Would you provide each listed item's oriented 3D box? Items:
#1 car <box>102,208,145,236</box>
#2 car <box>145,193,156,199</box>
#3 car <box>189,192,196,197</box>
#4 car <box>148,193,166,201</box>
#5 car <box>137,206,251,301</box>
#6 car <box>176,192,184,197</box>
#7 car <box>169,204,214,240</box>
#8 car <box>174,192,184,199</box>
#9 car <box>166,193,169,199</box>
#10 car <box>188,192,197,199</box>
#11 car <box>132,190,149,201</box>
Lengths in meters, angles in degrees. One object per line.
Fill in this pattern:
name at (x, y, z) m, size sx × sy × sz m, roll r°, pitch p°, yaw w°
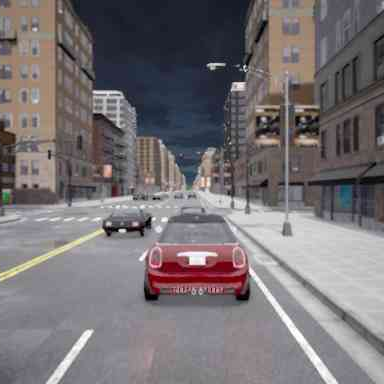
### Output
car at (-3.146, 1.460, 17.265) m, size 1.895 × 1.301 × 4.718 m, roll 0°, pitch 0°, yaw 0°
car at (-9.725, 0.879, 78.515) m, size 2.033 × 1.411 × 5.357 m, roll 0°, pitch 0°, yaw 0°
car at (0.027, 0.656, 88.653) m, size 1.812 × 1.442 × 4.674 m, roll 0°, pitch 0°, yaw 0°
car at (-6.504, 1.082, 62.844) m, size 1.895 × 1.301 × 4.718 m, roll 0°, pitch 0°, yaw 1°
car at (0.102, 1.284, 8.332) m, size 2.097 × 1.767 × 4.553 m, roll 0°, pitch 0°, yaw 0°
car at (-3.223, 0.656, 88.655) m, size 1.812 × 1.442 × 4.674 m, roll 0°, pitch 0°, yaw 0°
car at (0.015, 1.425, 17.035) m, size 1.994 × 1.385 × 4.181 m, roll 0°, pitch 0°, yaw 1°
car at (-3.226, 0.897, 78.653) m, size 1.994 × 1.385 × 4.181 m, roll 0°, pitch 0°, yaw 0°
car at (-6.476, 0.897, 78.109) m, size 1.994 × 1.385 × 4.181 m, roll 0°, pitch 0°, yaw 0°
car at (0.024, 0.700, 78.620) m, size 2.097 × 1.767 × 4.553 m, roll 0°, pitch 0°, yaw 0°
car at (-9.756, 0.703, 62.818) m, size 2.150 × 2.045 × 5.566 m, roll 0°, pitch 0°, yaw 1°
